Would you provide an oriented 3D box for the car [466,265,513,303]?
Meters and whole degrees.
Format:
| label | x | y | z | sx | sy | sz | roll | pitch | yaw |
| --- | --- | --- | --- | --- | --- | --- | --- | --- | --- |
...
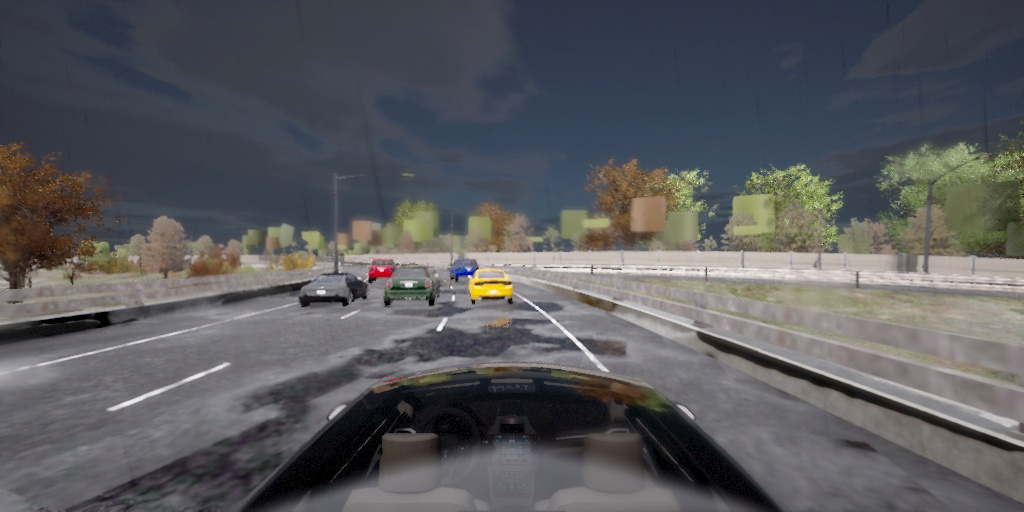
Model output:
| label | x | y | z | sx | sy | sz | roll | pitch | yaw |
| --- | --- | --- | --- | --- | --- | --- | --- | --- | --- |
| car | -1.138 | 1.379 | 17.705 | 1.882 | 1.535 | 5.008 | 0 | 0 | -8 |

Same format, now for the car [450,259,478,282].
| label | x | y | z | sx | sy | sz | roll | pitch | yaw |
| --- | --- | --- | --- | --- | --- | --- | --- | --- | --- |
| car | -4.416 | 1.265 | 33.125 | 2.150 | 2.045 | 5.566 | 0 | 0 | -16 |

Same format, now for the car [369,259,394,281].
| label | x | y | z | sx | sy | sz | roll | pitch | yaw |
| --- | --- | --- | --- | --- | --- | --- | --- | --- | --- |
| car | -11.149 | 1.250 | 31.211 | 2.150 | 2.045 | 5.566 | 0 | 0 | -16 |

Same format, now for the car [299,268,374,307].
| label | x | y | z | sx | sy | sz | roll | pitch | yaw |
| --- | --- | --- | --- | --- | --- | --- | --- | --- | --- |
| car | -8.048 | 1.458 | 16.571 | 1.994 | 1.385 | 4.181 | 0 | -1 | -8 |

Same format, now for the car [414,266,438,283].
| label | x | y | z | sx | sy | sz | roll | pitch | yaw |
| --- | --- | --- | --- | --- | --- | --- | --- | --- | --- |
| car | -7.810 | 1.643 | 32.251 | 1.895 | 1.301 | 4.718 | 0 | -1 | -16 |

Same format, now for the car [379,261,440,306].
| label | x | y | z | sx | sy | sz | roll | pitch | yaw |
| --- | --- | --- | --- | --- | --- | --- | --- | --- | --- |
| car | -4.540 | 1.245 | 16.828 | 2.097 | 1.767 | 4.553 | 0 | -1 | -8 |
